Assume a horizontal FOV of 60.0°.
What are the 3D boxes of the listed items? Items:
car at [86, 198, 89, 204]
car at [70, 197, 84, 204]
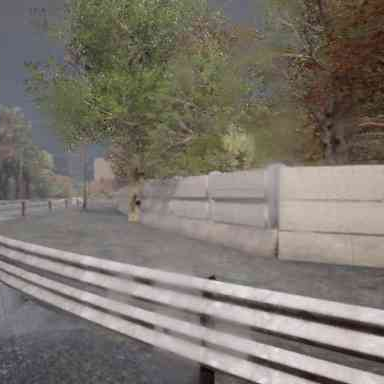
[{"bbox_3d":[-26.475,2.180,81.335,1.812,1.442,4.674,1,-1,-9],"label":"car"},{"bbox_3d":[-24.786,1.875,71.163,1.882,1.535,5.008,1,-1,-9],"label":"car"}]
